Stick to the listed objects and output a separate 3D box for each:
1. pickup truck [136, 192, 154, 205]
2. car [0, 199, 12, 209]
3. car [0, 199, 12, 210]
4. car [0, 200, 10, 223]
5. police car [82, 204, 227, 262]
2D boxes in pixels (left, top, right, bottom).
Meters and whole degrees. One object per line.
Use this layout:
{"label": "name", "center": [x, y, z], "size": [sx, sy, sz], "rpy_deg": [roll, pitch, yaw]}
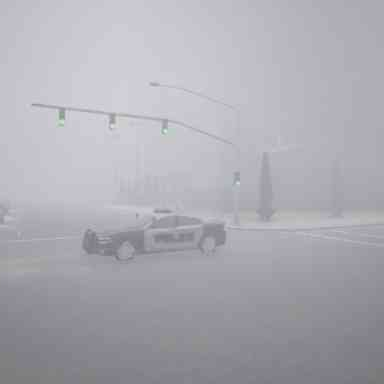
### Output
{"label": "pickup truck", "center": [-7.348, 1.056, 53.853], "size": [2.390, 2.098, 6.274], "rpy_deg": [0, 0, 3]}
{"label": "car", "center": [-19.705, 1.598, 33.859], "size": [1.895, 1.301, 4.718], "rpy_deg": [0, 0, -27]}
{"label": "car", "center": [-25.191, 1.596, 44.393], "size": [1.895, 1.301, 4.718], "rpy_deg": [0, 0, -27]}
{"label": "car", "center": [-15.030, 1.545, 24.895], "size": [2.033, 1.411, 5.357], "rpy_deg": [0, 0, -27]}
{"label": "police car", "center": [-1.198, 1.425, 12.091], "size": [5.238, 1.638, 1.930], "rpy_deg": [0, 0, -27]}
